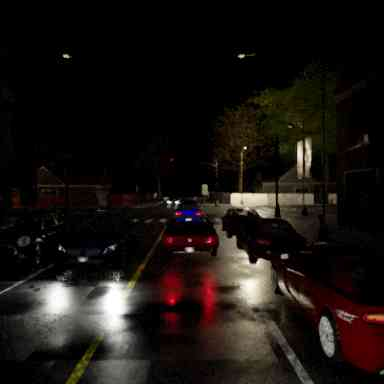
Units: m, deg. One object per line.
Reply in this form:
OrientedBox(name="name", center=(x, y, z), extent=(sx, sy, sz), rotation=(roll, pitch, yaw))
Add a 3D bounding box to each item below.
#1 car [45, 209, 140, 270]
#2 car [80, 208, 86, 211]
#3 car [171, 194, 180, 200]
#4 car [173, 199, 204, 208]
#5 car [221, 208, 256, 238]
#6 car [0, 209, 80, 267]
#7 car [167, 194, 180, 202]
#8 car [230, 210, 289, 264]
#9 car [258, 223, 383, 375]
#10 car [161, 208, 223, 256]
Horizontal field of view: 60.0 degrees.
OrientedBox(name="car", center=(-2.852, 1.469, 10.940), extent=(1.812, 1.442, 4.674), rotation=(0, 0, -1))
OrientedBox(name="car", center=(-5.549, 1.501, 16.607), extent=(1.802, 1.307, 4.206), rotation=(0, 0, -1))
OrientedBox(name="car", center=(-3.912, 1.112, 81.686), extent=(2.033, 1.411, 5.357), rotation=(0, 0, -1))
OrientedBox(name="car", center=(-0.213, 1.393, 21.735), extent=(1.812, 1.442, 4.674), rotation=(0, 0, -1))
OrientedBox(name="car", center=(2.475, 1.453, 16.689), extent=(1.947, 1.339, 4.313), rotation=(0, 0, -1))
OrientedBox(name="car", center=(-5.494, 1.393, 11.087), extent=(1.967, 1.590, 4.097), rotation=(0, 0, -1))
OrientedBox(name="car", center=(-3.726, 1.146, 66.203), extent=(1.837, 1.490, 4.892), rotation=(0, 1, 0))
OrientedBox(name="car", center=(2.531, 1.502, 11.171), extent=(1.802, 1.307, 4.206), rotation=(0, 0, -1))
OrientedBox(name="car", center=(2.587, 1.499, 5.653), extent=(1.887, 1.381, 4.507), rotation=(0, 0, -1))
OrientedBox(name="car", center=(-0.069, 1.522, 12.679), extent=(1.895, 1.301, 4.718), rotation=(0, 0, 0))
